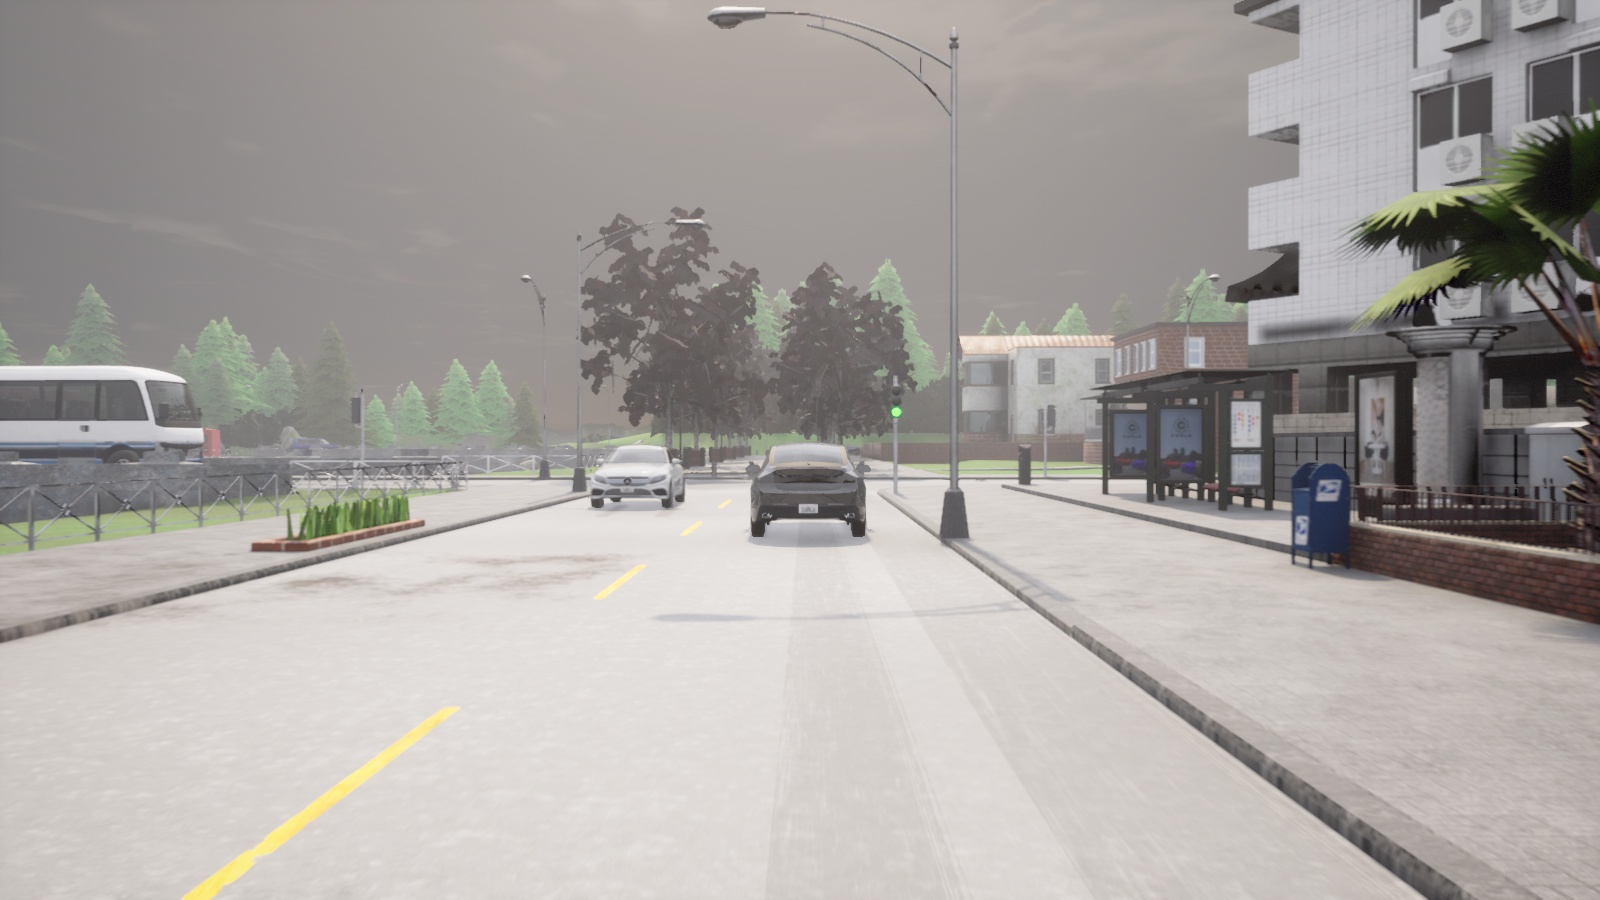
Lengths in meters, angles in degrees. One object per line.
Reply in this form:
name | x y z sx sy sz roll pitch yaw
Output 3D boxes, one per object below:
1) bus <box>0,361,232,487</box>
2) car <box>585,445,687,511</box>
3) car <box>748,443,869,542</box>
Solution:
bus | -26.238 -0.903 44.696 10.273 4.253 3.944 0 0 2
car | -3.825 0.600 30.037 1.812 1.442 4.674 0 0 0
car | 0.139 0.630 21.519 1.837 1.490 4.892 0 0 0
